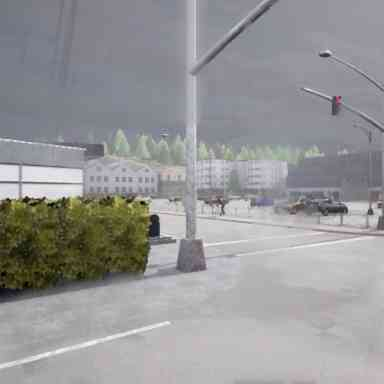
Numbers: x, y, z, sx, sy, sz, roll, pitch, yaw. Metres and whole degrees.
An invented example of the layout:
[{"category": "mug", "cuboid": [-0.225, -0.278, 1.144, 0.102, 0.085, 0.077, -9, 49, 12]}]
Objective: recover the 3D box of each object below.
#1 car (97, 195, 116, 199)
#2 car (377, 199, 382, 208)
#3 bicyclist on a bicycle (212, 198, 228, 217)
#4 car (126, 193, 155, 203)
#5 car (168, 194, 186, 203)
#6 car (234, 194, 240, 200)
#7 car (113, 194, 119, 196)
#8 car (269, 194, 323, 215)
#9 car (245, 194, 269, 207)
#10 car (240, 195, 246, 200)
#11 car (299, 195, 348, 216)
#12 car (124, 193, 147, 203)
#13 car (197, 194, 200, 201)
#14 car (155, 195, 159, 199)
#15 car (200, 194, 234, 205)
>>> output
[{"category": "car", "cuboid": [-11.399, 1.505, 41.331, 1.837, 1.490, 4.892, 0, 0, -35]}, {"category": "car", "cuboid": [25.679, 1.384, 43.044, 3.806, 1.475, 1.970, 0, 0, -35]}, {"category": "bicyclist on a bicycle", "cuboid": [2.365, 1.301, 28.018, 1.656, 1.620, 0.582, 0, 0, -35]}, {"category": "car", "cuboid": [-9.357, 1.361, 60.551, 3.806, 1.475, 1.970, 0, 0, -35]}, {"category": "car", "cuboid": [-2.425, 1.097, 65.434, 4.605, 1.855, 1.932, 0, 0, -35]}, {"category": "car", "cuboid": [9.691, 1.232, 77.884, 3.806, 1.475, 1.970, 0, 0, -35]}, {"category": "car", "cuboid": [-19.743, 1.334, 84.931, 4.902, 1.511, 2.128, 0, 0, -35]}, {"category": "car", "cuboid": [10.286, 1.330, 32.485, 5.027, 1.636, 2.152, 0, 0, -35]}, {"category": "car", "cuboid": [9.802, 1.320, 46.591, 3.633, 1.501, 1.845, 0, 0, -35]}, {"category": "car", "cuboid": [13.628, 1.154, 72.806, 5.027, 1.636, 2.152, 0, 0, -35]}, {"category": "car", "cuboid": [12.124, 1.340, 29.942, 4.514, 1.523, 2.007, 0, 0, -35]}, {"category": "car", "cuboid": [-10.758, 1.077, 63.628, 3.866, 1.878, 1.905, 0, 0, -35]}, {"category": "car", "cuboid": [1.814, 1.298, 76.855, 4.514, 1.523, 2.007, 0, 0, -35]}, {"category": "car", "cuboid": [-11.327, 1.286, 90.768, 5.008, 1.535, 1.882, 0, 0, -35]}, {"category": "car", "cuboid": [4.119, 1.298, 54.811, 4.514, 1.523, 2.007, 0, 0, -35]}]
